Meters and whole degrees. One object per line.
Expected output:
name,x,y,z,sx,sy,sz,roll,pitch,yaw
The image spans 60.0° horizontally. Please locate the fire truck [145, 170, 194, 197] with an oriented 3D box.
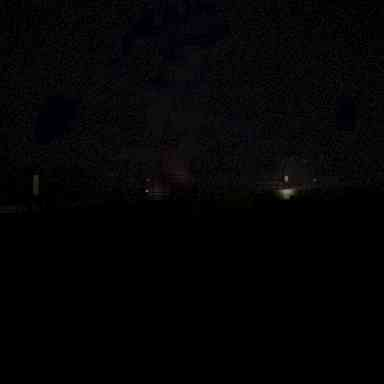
fire truck,-3.168,-1.415,50.048,2.891,3.827,8.468,3,4,35
